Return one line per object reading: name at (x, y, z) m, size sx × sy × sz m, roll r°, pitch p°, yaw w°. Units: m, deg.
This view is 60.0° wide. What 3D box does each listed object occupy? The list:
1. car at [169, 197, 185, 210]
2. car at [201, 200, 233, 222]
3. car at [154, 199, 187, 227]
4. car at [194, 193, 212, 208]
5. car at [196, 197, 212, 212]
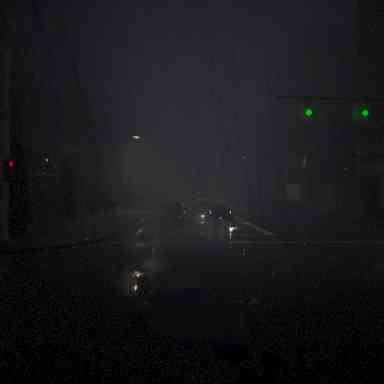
car at (-1.979, 1.480, 44.046) m, size 2.033 × 1.411 × 5.357 m, roll 0°, pitch 0°, yaw -2°
car at (2.012, 1.565, 26.189) m, size 1.895 × 1.301 × 4.718 m, roll 0°, pitch 0°, yaw -1°
car at (-1.404, 1.470, 22.730) m, size 1.837 × 1.490 × 4.892 m, roll 0°, pitch 0°, yaw -1°
car at (1.468, 1.158, 46.124) m, size 2.150 × 2.045 × 5.566 m, roll 0°, pitch 0°, yaw -2°
car at (1.763, 1.551, 35.355) m, size 1.895 × 1.301 × 4.718 m, roll 0°, pitch 0°, yaw -1°
